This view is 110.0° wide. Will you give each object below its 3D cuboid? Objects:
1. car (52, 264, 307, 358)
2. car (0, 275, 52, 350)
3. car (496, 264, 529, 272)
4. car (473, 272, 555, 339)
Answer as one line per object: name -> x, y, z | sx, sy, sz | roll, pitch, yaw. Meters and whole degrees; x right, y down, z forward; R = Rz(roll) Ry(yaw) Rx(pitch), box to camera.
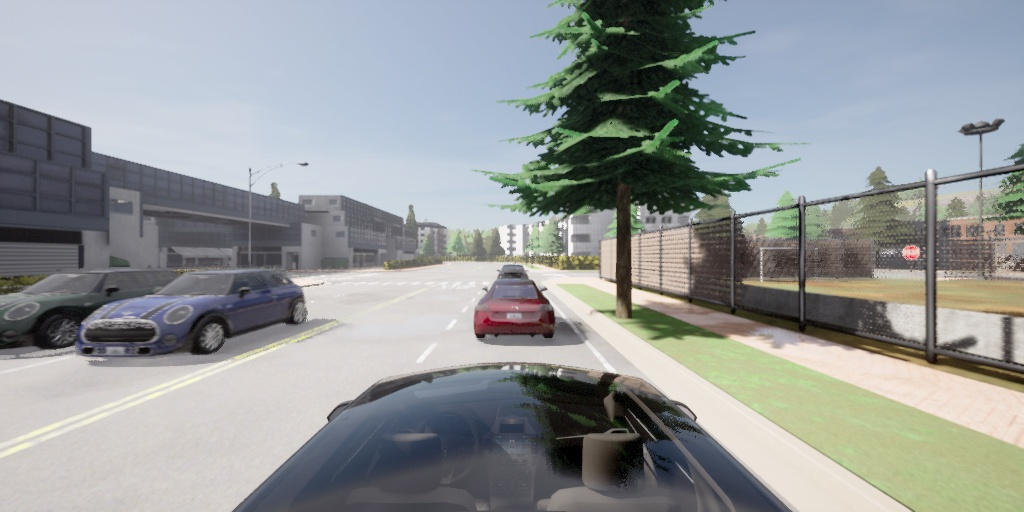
car -> -7.101, 1.110, 8.663 | 2.097, 1.767, 4.553 | 0, 0, 0
car -> -10.601, 1.110, 9.062 | 2.097, 1.767, 4.553 | 0, 0, 0
car -> 0.058, 1.281, 23.627 | 1.837, 1.490, 4.892 | 0, 0, 0
car -> 0.070, 1.323, 10.091 | 1.994, 1.385, 4.181 | 0, 0, 0
